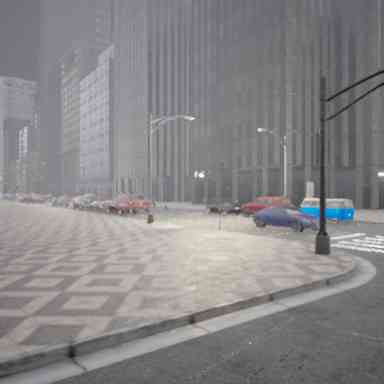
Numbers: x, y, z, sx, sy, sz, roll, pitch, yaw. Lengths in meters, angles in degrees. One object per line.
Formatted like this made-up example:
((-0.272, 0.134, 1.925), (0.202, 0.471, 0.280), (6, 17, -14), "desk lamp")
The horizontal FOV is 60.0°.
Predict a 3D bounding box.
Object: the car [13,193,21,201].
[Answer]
((-40.292, 1.462, 78.560), (1.752, 1.417, 4.829), (1, 0, -35), "car")

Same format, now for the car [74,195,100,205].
((-15.685, 1.168, 49.570), (2.033, 1.411, 5.357), (0, 0, -36), "car")

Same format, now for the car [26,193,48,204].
((-30.399, 1.295, 65.095), (2.192, 1.841, 5.009), (0, 0, -36), "car")

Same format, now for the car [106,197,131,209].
((-10.694, 1.543, 47.930), (1.812, 1.442, 4.674), (0, 0, -36), "car")

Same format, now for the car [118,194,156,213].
((-6.511, 1.245, 36.921), (2.150, 2.045, 5.566), (0, 0, -36), "car")

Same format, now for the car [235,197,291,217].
((6.536, 1.348, 29.217), (2.192, 1.841, 5.009), (0, 0, -36), "car")

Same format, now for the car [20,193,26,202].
((-33.739, 1.282, 69.640), (2.192, 1.841, 5.009), (0, 0, -36), "car")

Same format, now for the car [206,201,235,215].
((3.197, 1.596, 33.763), (1.947, 1.339, 4.313), (0, 0, -36), "car")

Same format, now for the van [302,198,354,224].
((9.876, 1.376, 24.671), (1.690, 1.788, 3.998), (0, 0, -36), "van")

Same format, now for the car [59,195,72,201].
((-30.310, 1.477, 79.385), (1.752, 1.417, 4.829), (0, 0, -35), "car")

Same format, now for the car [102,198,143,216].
((-7.028, 1.569, 33.281), (1.887, 1.381, 4.507), (0, 0, -36), "car")

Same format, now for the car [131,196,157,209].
((-6.820, 1.460, 47.398), (1.967, 1.590, 4.097), (0, 0, -36), "car")

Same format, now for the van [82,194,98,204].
((-20.176, 1.335, 65.580), (1.690, 1.788, 3.998), (0, 0, -36), "van")

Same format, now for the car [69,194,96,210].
((-13.706, 1.458, 42.370), (1.967, 1.590, 4.097), (0, 0, -36), "car")

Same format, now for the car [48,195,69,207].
((-20.383, 1.559, 51.460), (2.008, 1.369, 4.403), (0, 0, -36), "car")

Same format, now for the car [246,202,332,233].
((5.696, 1.558, 20.153), (1.812, 1.442, 4.674), (0, 0, -34), "car")

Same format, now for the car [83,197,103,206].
((-16.721, 1.572, 56.046), (1.994, 1.385, 4.181), (0, 0, -36), "car")

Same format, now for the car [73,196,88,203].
((-23.617, 1.507, 70.264), (1.752, 1.417, 4.829), (0, 0, -36), "car")

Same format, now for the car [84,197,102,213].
((-10.367, 1.603, 37.825), (1.802, 1.307, 4.206), (0, 0, -36), "car")
